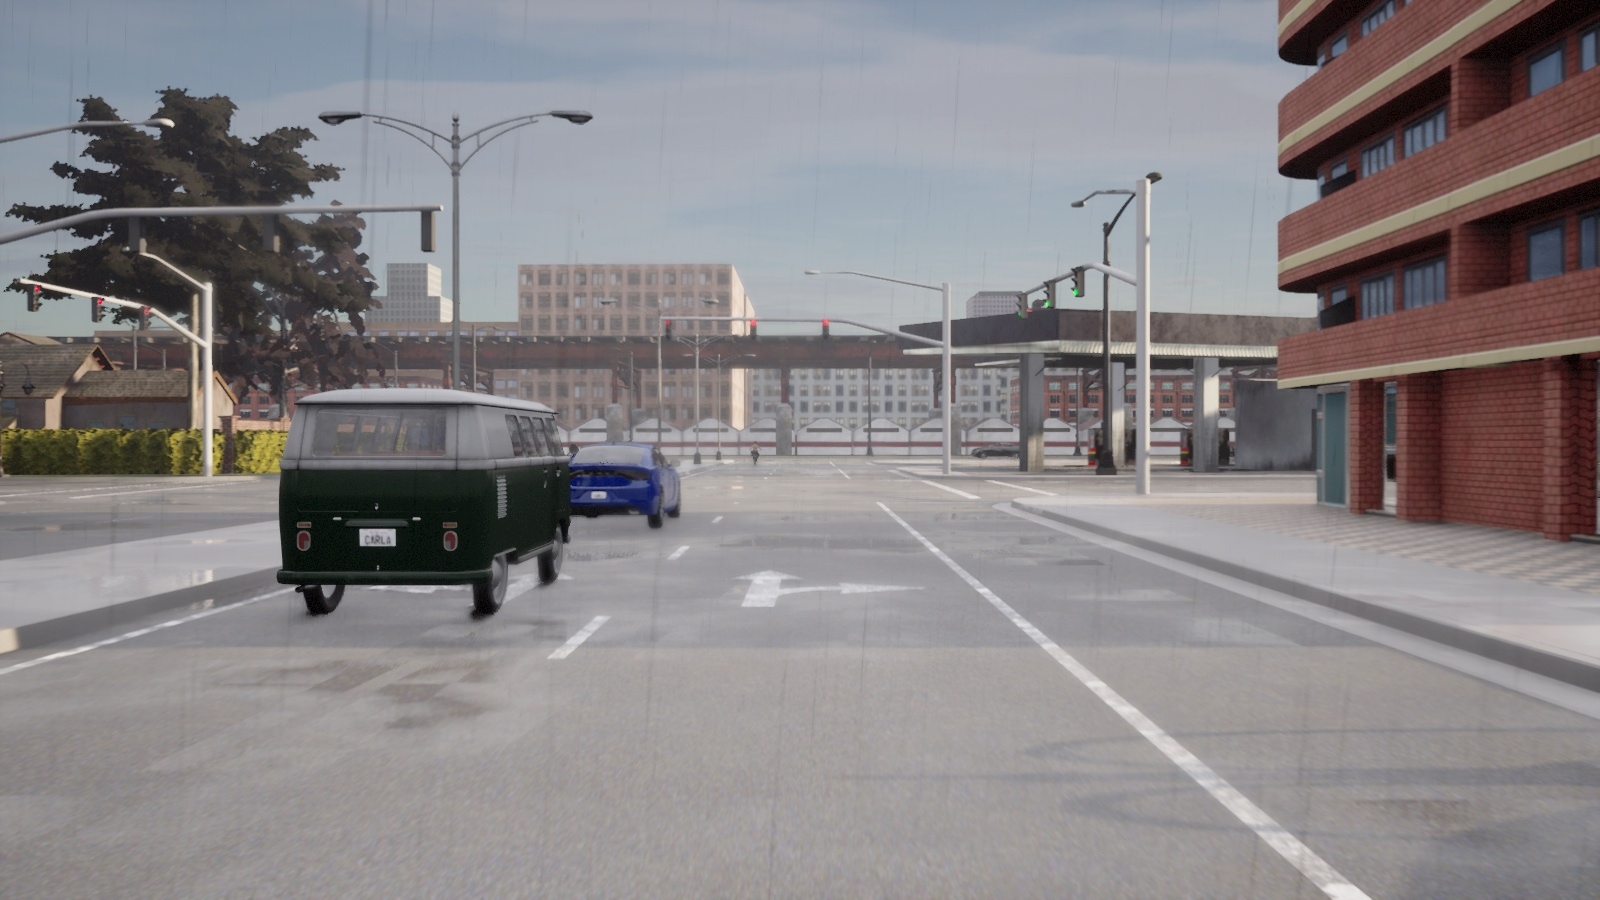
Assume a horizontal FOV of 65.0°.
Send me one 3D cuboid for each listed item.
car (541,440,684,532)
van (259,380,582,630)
[{"bbox_3d":[-3.352,0.589,23.419,1.882,1.535,5.008,0,0,0],"label":"car"},{"bbox_3d":[-3.415,0.427,12.232,1.775,1.987,4.442,0,0,0],"label":"van"}]
